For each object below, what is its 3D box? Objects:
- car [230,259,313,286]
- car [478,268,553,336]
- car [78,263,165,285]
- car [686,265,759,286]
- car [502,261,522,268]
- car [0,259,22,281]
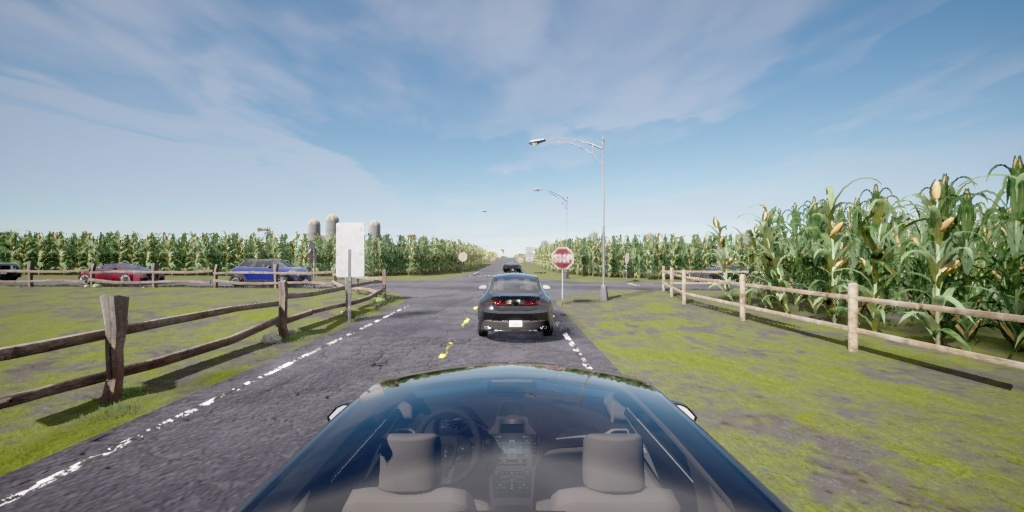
[{"bbox_3d":[-15.542,1.002,23.386,4.553,1.767,2.097,0,-1,2],"label":"car"},{"bbox_3d":[0.078,1.255,10.369,1.837,1.490,4.892,0,0,0],"label":"car"},{"bbox_3d":[-25.508,1.161,23.521,4.181,1.385,1.994,0,-1,1],"label":"car"},{"bbox_3d":[15.245,1.376,26.170,4.892,1.490,1.837,0,-1,0],"label":"car"},{"bbox_3d":[0.014,1.218,38.251,1.882,1.535,5.008,0,0,-2],"label":"car"},{"bbox_3d":[-36.108,0.764,23.608,5.566,2.045,2.150,0,-1,1],"label":"car"}]
